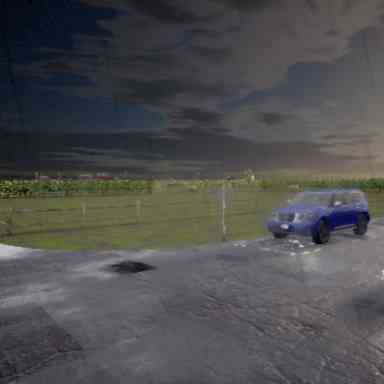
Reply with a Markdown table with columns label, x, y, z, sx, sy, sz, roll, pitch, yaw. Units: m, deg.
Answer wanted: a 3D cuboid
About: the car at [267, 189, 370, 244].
| label | x | y | z | sx | sy | sz | roll | pitch | yaw |
| --- | --- | --- | --- | --- | --- | --- | --- | --- | --- |
| car | 5.650 | 0.916 | 14.437 | 5.566 | 2.045 | 2.150 | -1 | 1 | -40 |
